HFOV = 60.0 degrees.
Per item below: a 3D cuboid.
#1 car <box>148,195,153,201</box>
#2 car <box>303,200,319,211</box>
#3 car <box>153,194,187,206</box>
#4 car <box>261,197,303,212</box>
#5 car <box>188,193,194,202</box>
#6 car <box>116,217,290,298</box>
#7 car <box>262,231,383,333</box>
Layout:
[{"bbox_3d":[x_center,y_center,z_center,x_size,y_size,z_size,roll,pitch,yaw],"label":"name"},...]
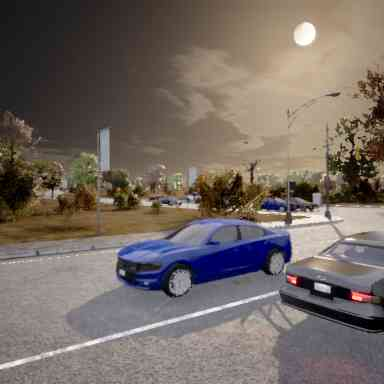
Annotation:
[{"bbox_3d":[-7.825,1.261,73.344,1.882,1.535,5.008,-1,0,-38],"label":"car"},{"bbox_3d":[11.656,1.364,37.947,2.033,1.411,5.357,-1,0,-39],"label":"car"},{"bbox_3d":[-3.428,1.340,51.032,2.128,1.511,4.902,-1,0,-39],"label":"car"},{"bbox_3d":[8.876,1.319,35.813,1.882,1.535,5.008,-1,0,-40],"label":"car"},{"bbox_3d":[0.974,1.000,62.576,2.150,2.045,5.566,-1,0,-39],"label":"car"},{"bbox_3d":[0.513,1.467,8.686,5.008,1.535,1.882,0,0,-36],"label":"car"},{"bbox_3d":[4.064,1.529,6.673,5.357,1.411,2.033,0,0,-36],"label":"car"}]
